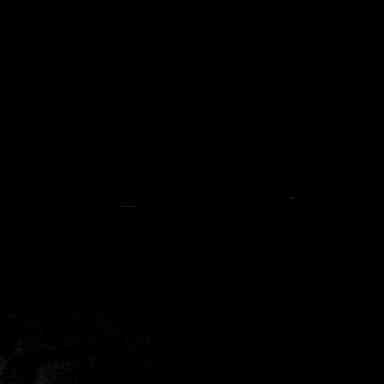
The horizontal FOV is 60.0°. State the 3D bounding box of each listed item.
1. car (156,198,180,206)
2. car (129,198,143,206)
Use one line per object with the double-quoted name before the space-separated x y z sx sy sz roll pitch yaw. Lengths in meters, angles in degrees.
"car" -4.501 1.871 62.819 2.033 1.411 5.357 -1 -1 35
"car" -10.349 2.016 65.807 1.812 1.442 4.674 -1 -1 35
